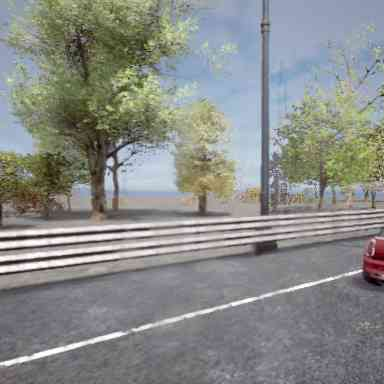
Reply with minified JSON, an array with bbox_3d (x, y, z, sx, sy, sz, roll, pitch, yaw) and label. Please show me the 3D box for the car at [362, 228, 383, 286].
[{"bbox_3d":[6.221,1.344,8.137,4.553,1.767,2.097,0,0,-35],"label":"car"}]
